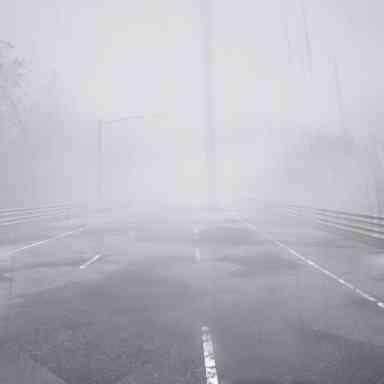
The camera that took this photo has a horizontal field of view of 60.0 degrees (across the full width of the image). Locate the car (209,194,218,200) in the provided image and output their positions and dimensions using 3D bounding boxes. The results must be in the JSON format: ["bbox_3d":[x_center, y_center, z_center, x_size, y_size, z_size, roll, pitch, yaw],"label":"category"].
[{"bbox_3d":[5.542,1.263,86.345,2.097,1.767,4.553,0,0,6],"label":"car"}]

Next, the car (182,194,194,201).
[{"bbox_3d":[-1.539,1.495,85.777,2.033,1.411,5.357,0,0,6],"label":"car"}]

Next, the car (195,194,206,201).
[{"bbox_3d":[1.989,1.527,85.916,1.895,1.301,4.718,0,0,6],"label":"car"}]
